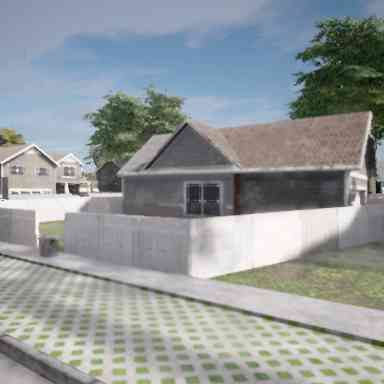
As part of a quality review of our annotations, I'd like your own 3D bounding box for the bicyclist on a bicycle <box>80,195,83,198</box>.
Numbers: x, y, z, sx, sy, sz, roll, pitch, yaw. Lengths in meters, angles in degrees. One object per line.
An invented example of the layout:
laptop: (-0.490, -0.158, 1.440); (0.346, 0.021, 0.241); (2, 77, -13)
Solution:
bicyclist on a bicycle: (-9.560, 1.059, 29.067); (1.656, 1.620, 0.582); (0, 1, 34)
